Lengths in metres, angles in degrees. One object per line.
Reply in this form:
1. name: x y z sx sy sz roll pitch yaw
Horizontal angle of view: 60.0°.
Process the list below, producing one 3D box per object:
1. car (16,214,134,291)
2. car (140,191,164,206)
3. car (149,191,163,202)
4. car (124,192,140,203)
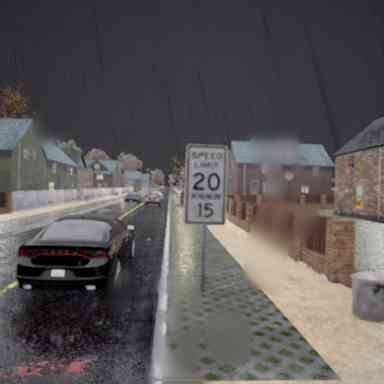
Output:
1. car: -2.614 1.296 8.566 1.882 1.535 5.008 2 1 -4
2. car: -4.535 0.833 39.118 2.033 1.411 5.357 2 1 -3
3. car: -5.211 0.637 48.793 1.812 1.442 4.674 2 1 -4
4. car: -7.627 0.663 43.516 2.033 1.411 5.357 2 1 -4
